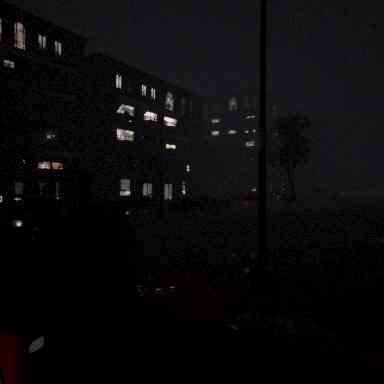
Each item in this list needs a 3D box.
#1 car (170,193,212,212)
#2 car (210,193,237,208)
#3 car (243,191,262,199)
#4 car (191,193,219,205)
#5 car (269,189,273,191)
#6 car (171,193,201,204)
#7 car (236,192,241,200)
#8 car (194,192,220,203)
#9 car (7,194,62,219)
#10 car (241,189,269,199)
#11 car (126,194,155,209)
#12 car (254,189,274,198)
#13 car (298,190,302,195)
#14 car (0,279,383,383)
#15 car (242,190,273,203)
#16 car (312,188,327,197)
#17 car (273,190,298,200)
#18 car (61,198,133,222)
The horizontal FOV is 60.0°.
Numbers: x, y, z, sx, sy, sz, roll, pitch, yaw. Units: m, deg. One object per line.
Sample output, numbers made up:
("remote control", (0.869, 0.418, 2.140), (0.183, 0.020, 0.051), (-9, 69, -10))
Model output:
("car", (-0.300, 1.132, 32.887), (1.887, 1.381, 4.507), (2, 2, 35))
("car", (2.883, 1.051, 37.457), (2.008, 1.369, 4.403), (2, 2, 35))
("car", (11.822, 0.526, 64.956), (1.752, 1.417, 4.829), (2, 2, 35))
("car", (1.873, 0.912, 46.122), (1.994, 1.385, 4.181), (1, 2, 35))
("car", (15.654, 0.424, 60.361), (2.097, 1.767, 4.553), (1, 1, 36))
("car", (-0.811, 0.910, 46.817), (1.947, 1.339, 4.313), (2, 2, 35))
("car", (8.737, 0.650, 60.527), (1.947, 1.339, 4.313), (2, 2, 35))
("car", (2.372, 0.808, 51.387), (2.008, 1.369, 4.403), (2, 2, 35))
("car", (-11.906, 1.206, 26.373), (1.882, 1.535, 5.008), (1, 1, 35))
("car", (10.072, 0.729, 52.332), (1.837, 1.490, 4.892), (1, 1, 35))
("car", (-5.977, 1.043, 34.881), (1.882, 1.535, 5.008), (1, 1, 34))
("car", (15.105, 0.227, 69.661), (2.192, 1.841, 5.009), (2, 2, 35))
("car", (27.831, 0.114, 87.947), (1.887, 1.381, 4.507), (2, 2, 35))
("car", (-0.316, 1.544, 3.096), (4.507, 1.381, 1.887), (0, 0, 36))
("car", (9.248, 0.876, 46.598), (2.008, 1.369, 4.403), (2, 2, 35))
("car", (29.070, 0.009, 75.595), (2.150, 2.045, 5.566), (1, 1, 35))
("car", (15.711, 0.675, 55.877), (1.752, 1.417, 4.829), (2, 2, 35))
("car", (-6.664, 1.329, 23.749), (1.947, 1.339, 4.313), (2, 2, 35))
